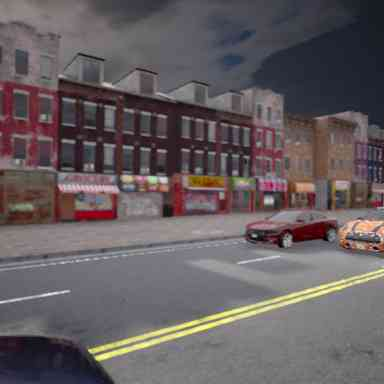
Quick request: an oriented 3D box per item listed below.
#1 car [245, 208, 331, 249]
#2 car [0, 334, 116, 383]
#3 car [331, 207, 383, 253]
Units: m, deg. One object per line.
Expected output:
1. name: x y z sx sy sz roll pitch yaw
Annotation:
1. car: 4.563 1.517 14.922 5.008 1.535 1.882 0 0 -35
2. car: -2.379 1.561 1.742 4.181 1.385 1.994 0 0 -35
3. car: 7.950 1.397 13.344 4.553 1.767 2.097 0 0 -35
